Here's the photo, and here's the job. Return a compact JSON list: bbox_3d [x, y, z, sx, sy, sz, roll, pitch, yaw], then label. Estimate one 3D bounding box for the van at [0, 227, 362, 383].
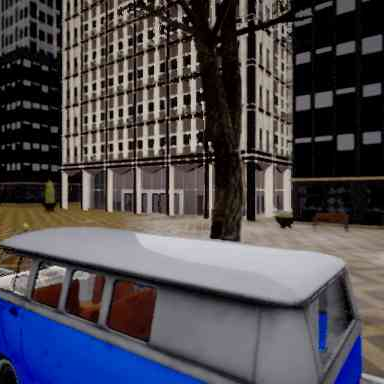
[{"bbox_3d":[-0.506,1.324,3.251,3.998,1.788,1.690,1,0,35],"label":"van"}]
